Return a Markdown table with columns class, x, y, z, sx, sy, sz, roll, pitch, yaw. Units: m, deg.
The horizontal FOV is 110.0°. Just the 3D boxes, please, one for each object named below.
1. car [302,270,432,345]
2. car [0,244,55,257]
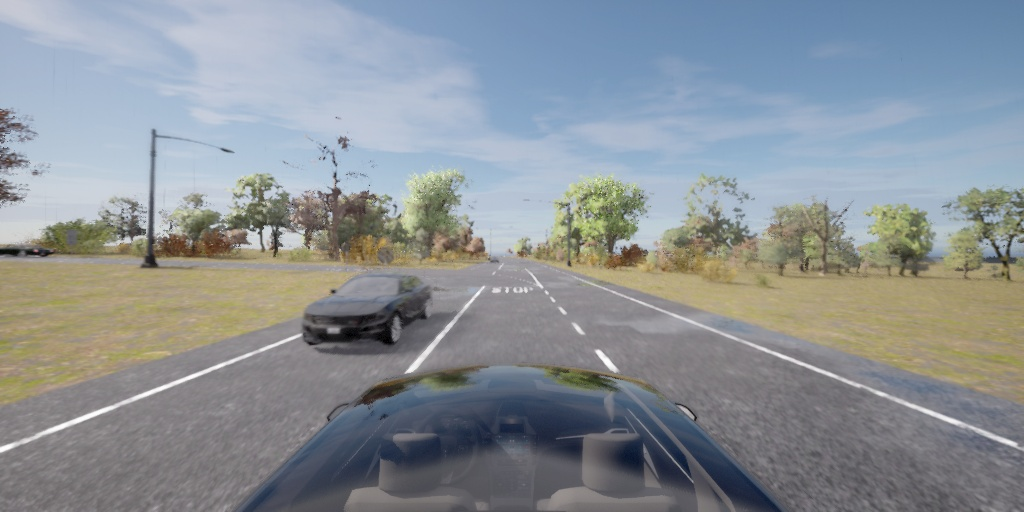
| class | x | y | z | sx | sy | sz | roll | pitch | yaw |
| --- | --- | --- | --- | --- | --- | --- | --- | --- | --- |
| car | -3.483 | 1.180 | 9.526 | 1.882 | 1.535 | 5.008 | 0 | 0 | 0 |
| car | -49.289 | -0.543 | 35.997 | 4.718 | 1.301 | 1.895 | 2 | 0 | 0 |
